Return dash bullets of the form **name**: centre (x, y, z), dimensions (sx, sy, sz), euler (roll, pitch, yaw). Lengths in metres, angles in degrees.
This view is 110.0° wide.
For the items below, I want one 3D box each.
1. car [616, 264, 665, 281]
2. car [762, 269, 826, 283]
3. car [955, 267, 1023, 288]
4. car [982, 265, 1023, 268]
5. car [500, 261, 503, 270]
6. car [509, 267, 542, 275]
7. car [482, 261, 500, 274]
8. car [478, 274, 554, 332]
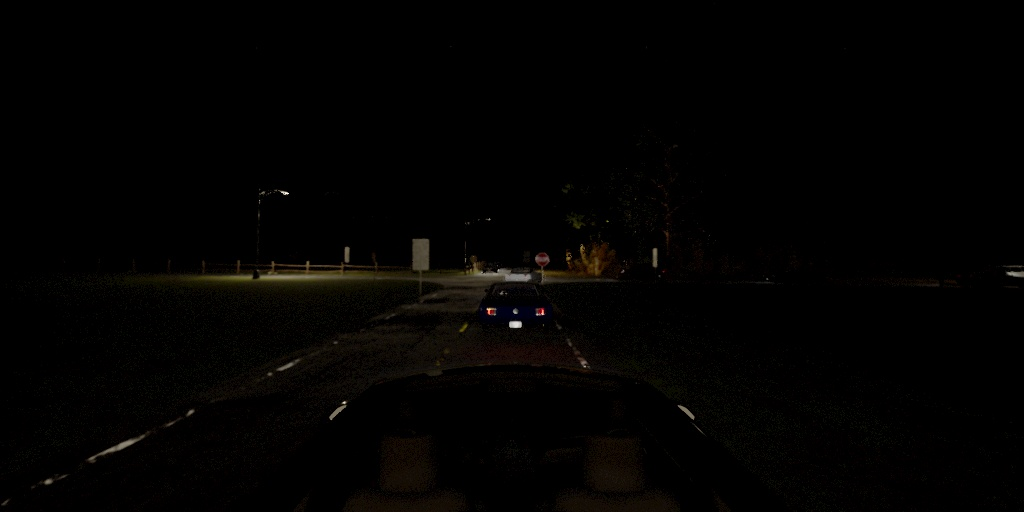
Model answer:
- **car**: centre (12.816, 1.564, 36.008), dimensions (4.553, 1.767, 2.097), euler (1, -1, 1)
- **car**: centre (28.330, 1.989, 36.075), dimensions (5.357, 1.411, 2.033), euler (1, -1, 0)
- **car**: centre (44.469, 2.098, 33.311), dimensions (5.008, 1.535, 1.882), euler (1, -1, 0)
- **car**: centre (49.005, 1.964, 36.153), dimensions (5.566, 2.045, 2.150), euler (1, -1, 0)
- **car**: centre (-2.901, 1.741, 62.969), dimensions (1.994, 1.385, 4.181), euler (0, 0, 0)
- **car**: centre (1.069, 1.520, 27.506), dimensions (1.895, 1.301, 4.718), euler (0, 0, 17)
- **car**: centre (-2.914, 1.595, 48.640), dimensions (1.812, 1.442, 4.674), euler (0, 0, 0)
- **car**: centre (0.090, 1.410, 11.032), dimensions (1.895, 1.301, 4.718), euler (0, 0, 0)
